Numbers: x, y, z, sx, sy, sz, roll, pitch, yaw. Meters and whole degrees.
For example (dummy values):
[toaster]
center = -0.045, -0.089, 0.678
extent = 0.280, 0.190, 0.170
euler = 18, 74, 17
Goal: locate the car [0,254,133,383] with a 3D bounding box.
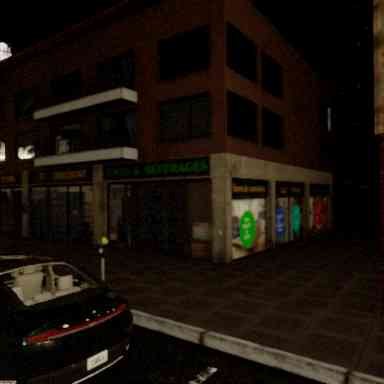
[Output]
[car]
center = -2.799, 1.596, 4.866
extent = 4.403, 1.369, 2.008
euler = -1, 0, 35
